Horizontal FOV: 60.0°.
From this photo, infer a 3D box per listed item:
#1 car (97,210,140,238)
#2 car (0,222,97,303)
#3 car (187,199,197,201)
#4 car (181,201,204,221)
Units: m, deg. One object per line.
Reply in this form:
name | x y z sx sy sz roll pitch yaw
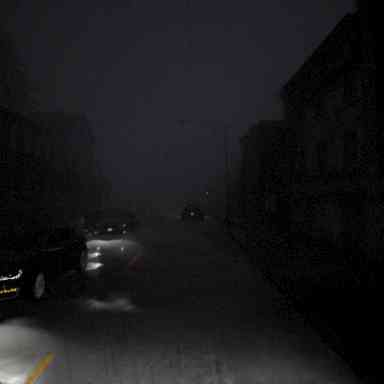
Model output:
car | -4.125 1.723 18.729 1.994 1.385 4.181 0 0 0
car | -4.117 1.580 8.487 1.837 1.490 4.892 0 -1 0
car | 0.005 1.707 42.433 2.097 1.767 4.553 0 -1 0
car | 0.029 1.813 29.657 1.994 1.385 4.181 0 0 0
